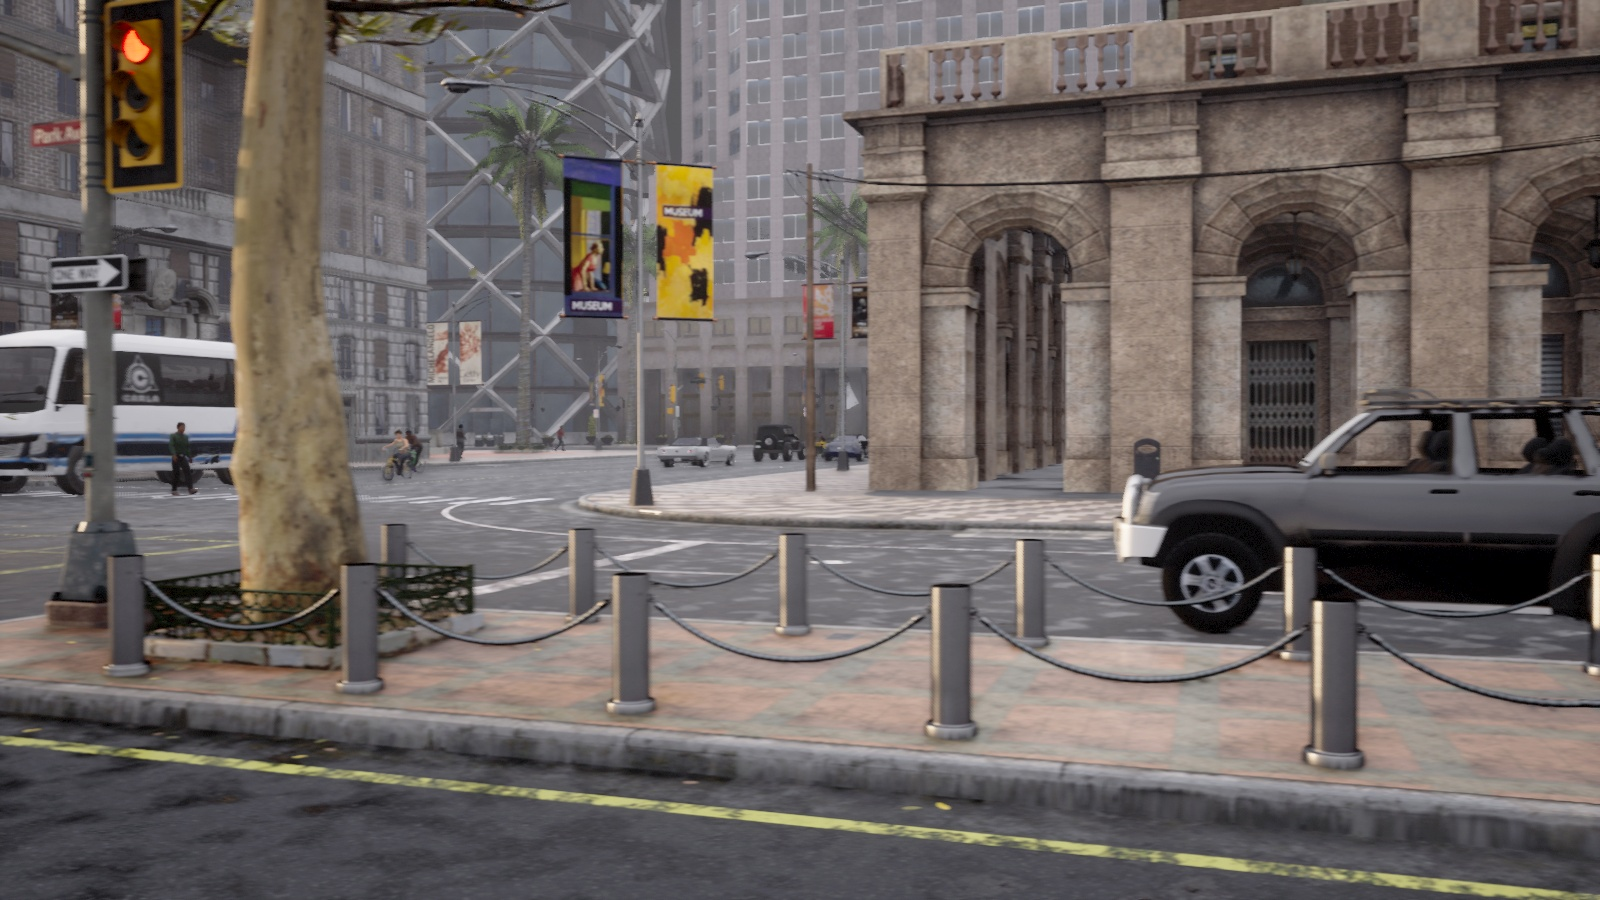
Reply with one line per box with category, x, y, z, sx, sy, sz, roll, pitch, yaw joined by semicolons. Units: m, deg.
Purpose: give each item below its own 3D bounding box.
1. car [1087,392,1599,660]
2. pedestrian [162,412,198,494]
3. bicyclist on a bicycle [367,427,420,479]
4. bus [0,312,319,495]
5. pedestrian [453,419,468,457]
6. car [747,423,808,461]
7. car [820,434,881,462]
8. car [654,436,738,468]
car;4.744;0.501;9.971;4.605;1.855;1.932;1;1;20
pedestrian;-14.952;0.074;30.294;0.788;1.949;0.423;1;1;31
bicyclist on a bicycle;-12.972;0.072;40.090;0.866;1.612;1.509;1;1;19
bus;-18.428;-1.175;34.711;3.944;4.253;10.273;1;1;18
pedestrian;-17.373;-0.610;64.191;0.402;1.930;0.666;1;1;25
car;-1.108;-0.411;64.286;1.905;1.878;3.866;1;1;19
car;2.616;-0.130;64.373;1.994;1.385;4.181;1;1;19
car;-4.459;0.038;54.492;1.895;1.301;4.718;1;1;19
